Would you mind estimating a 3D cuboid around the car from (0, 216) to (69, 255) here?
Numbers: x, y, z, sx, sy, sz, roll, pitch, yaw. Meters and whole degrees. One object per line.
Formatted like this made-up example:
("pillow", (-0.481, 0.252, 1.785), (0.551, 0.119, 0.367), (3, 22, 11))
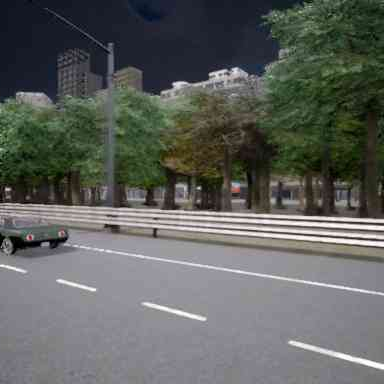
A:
("car", (-7.062, 1.597, 13.222), (4.718, 1.301, 1.895), (0, 0, 36))
